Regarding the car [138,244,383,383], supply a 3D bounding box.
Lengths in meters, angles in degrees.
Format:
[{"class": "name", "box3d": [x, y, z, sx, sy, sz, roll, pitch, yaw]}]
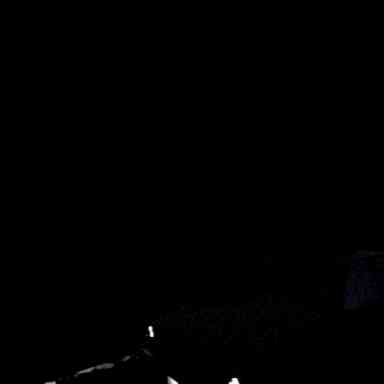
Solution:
[{"class": "car", "box3d": [1.943, 1.554, 4.950, 5.357, 1.411, 2.033, 0, 0, -38]}]
